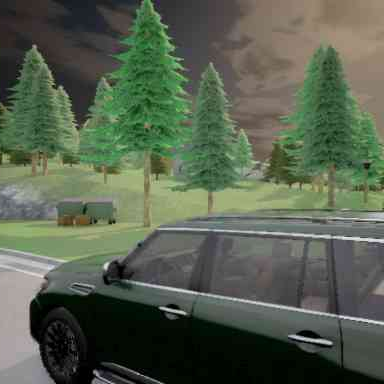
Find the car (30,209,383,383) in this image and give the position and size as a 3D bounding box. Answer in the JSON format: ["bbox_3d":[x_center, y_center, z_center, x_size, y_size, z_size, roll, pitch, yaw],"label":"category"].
[{"bbox_3d":[0.538,1.217,3.604,5.566,2.045,2.150,-1,0,36],"label":"car"}]
